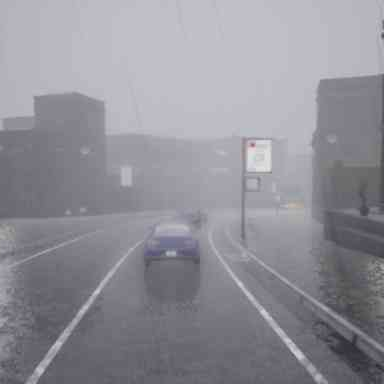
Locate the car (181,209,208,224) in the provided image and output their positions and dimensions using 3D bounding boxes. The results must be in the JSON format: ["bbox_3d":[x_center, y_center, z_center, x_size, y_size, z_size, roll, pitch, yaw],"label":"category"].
[{"bbox_3d":[0.106,1.978,26.053,1.895,1.301,4.718,1,-1,11],"label":"car"}]

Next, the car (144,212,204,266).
[{"bbox_3d":[-0.652,1.686,12.148,1.812,1.442,4.674,0,-1,-1],"label":"car"}]

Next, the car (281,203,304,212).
[{"bbox_3d":[18.183,2.697,60.260,5.008,1.535,1.882,2,2,-35],"label":"car"}]
